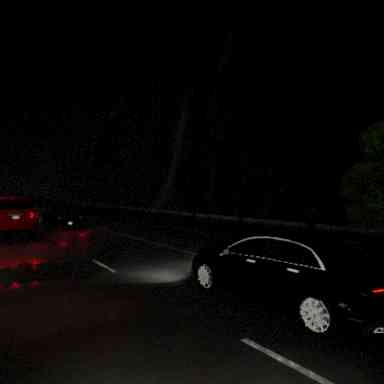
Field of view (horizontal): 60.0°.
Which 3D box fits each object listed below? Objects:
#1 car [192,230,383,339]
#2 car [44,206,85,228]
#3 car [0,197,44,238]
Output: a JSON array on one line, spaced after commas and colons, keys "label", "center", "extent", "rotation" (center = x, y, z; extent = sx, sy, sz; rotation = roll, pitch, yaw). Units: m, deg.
[{"label": "car", "center": [1.879, 1.539, 6.828], "extent": [1.837, 1.490, 4.892], "rotation": [0, 0, -34]}, {"label": "car", "center": [-8.872, 1.631, 22.605], "extent": [1.895, 1.301, 4.718], "rotation": [0, 0, -34]}, {"label": "car", "center": [-9.588, 1.253, 17.443], "extent": [2.150, 2.045, 5.566], "rotation": [0, 0, -34]}]
